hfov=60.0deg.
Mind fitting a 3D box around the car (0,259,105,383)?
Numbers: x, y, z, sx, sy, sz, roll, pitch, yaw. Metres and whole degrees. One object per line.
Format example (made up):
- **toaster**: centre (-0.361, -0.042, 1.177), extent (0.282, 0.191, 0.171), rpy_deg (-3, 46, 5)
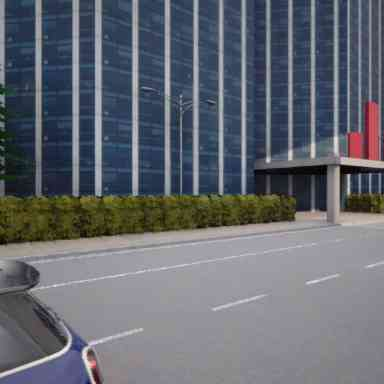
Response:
- **car**: centre (-2.767, 1.352, 1.657), extent (4.553, 1.767, 2.097), rpy_deg (0, 0, -40)
